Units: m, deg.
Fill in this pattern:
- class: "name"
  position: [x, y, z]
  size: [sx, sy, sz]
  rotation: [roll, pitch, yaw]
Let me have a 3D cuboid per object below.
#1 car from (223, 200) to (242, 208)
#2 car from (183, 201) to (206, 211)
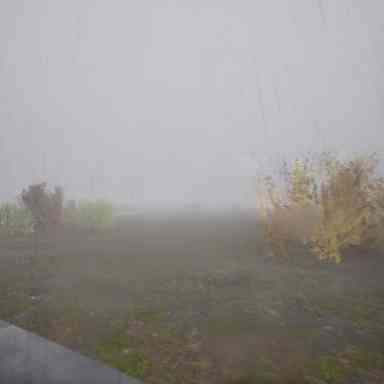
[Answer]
- class: "car"
  position: [8.029, 2.314, 65.688]
  size: [2.097, 1.767, 4.553]
  rotation: [-2, -2, 36]
- class: "car"
  position: [0.469, 2.311, 55.153]
  size: [2.128, 1.511, 4.902]
  rotation: [-2, -2, 36]
